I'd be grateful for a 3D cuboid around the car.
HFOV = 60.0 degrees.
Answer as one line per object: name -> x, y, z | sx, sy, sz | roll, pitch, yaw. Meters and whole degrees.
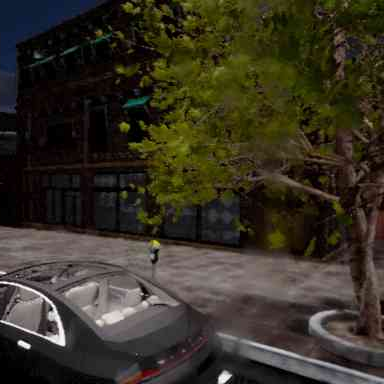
car -> -1.746, 1.559, 4.121 | 4.403, 1.369, 2.008 | 0, 1, 36
